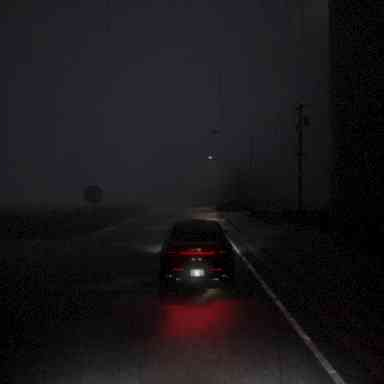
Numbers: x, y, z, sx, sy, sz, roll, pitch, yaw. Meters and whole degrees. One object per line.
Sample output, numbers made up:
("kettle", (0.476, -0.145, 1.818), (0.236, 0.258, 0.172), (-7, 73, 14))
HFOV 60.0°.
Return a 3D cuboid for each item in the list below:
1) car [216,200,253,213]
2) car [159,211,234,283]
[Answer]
("car", (5.120, 1.656, 38.959), (5.008, 1.535, 1.882), (0, -2, -34))
("car", (0.127, 1.551, 9.813), (1.837, 1.490, 4.892), (0, 0, 0))
